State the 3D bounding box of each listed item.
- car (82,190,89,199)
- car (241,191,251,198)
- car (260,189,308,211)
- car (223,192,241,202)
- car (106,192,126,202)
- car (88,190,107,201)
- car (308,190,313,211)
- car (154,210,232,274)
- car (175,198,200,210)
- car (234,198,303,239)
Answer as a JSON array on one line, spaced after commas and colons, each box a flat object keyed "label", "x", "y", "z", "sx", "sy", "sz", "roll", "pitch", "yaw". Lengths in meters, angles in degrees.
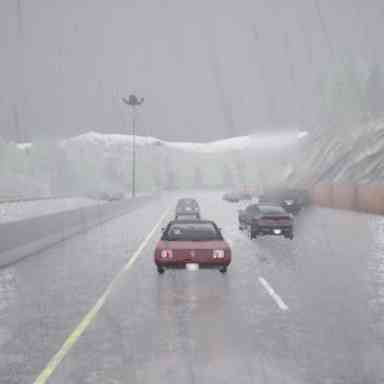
[{"label": "car", "x": -18.881, "y": 0.645, "z": 64.106, "sx": 2.033, "sy": 1.411, "sz": 5.357, "roll": 0, "pitch": 1, "yaw": -1}, {"label": "car", "x": 9.342, "y": 0.678, "z": 59.460, "sx": 1.837, "sy": 1.490, "sz": 4.892, "roll": 0, "pitch": 0, "yaw": -1}, {"label": "car", "x": 6.677, "y": 0.864, "z": 25.766, "sx": 2.150, "sy": 2.045, "sz": 5.566, "roll": 0, "pitch": 1, "yaw": -2}, {"label": "car", "x": 6.010, "y": 0.838, "z": 52.342, "sx": 1.994, "sy": 1.385, "sz": 4.181, "roll": 0, "pitch": 1, "yaw": -1}, {"label": "car", "x": -11.643, "y": 0.777, "z": 52.454, "sx": 1.837, "sy": 1.490, "sz": 4.892, "roll": 0, "pitch": 1, "yaw": -1}, {"label": "car", "x": -15.225, "y": 0.717, "z": 55.965, "sx": 2.128, "sy": 1.511, "sz": 4.902, "roll": 0, "pitch": 1, "yaw": -1}, {"label": "car", "x": 9.991, "y": 0.764, "z": 32.777, "sx": 2.150, "sy": 2.045, "sz": 5.566, "roll": 0, "pitch": 0, "yaw": -2}, {"label": "car", "x": -0.013, "y": 1.459, "z": 10.073, "sx": 1.895, "sy": 1.301, "sz": 4.718, "roll": 0, "pitch": 1, "yaw": -1}, {"label": "car", "x": -0.344, "y": 1.192, "z": 25.594, "sx": 2.033, "sy": 1.411, "sz": 5.357, "roll": 0, "pitch": 1, "yaw": -1}, {"label": "car", "x": 3.384, "y": 1.286, "z": 15.808, "sx": 1.837, "sy": 1.490, "sz": 4.892, "roll": 0, "pitch": 1, "yaw": -1}]
